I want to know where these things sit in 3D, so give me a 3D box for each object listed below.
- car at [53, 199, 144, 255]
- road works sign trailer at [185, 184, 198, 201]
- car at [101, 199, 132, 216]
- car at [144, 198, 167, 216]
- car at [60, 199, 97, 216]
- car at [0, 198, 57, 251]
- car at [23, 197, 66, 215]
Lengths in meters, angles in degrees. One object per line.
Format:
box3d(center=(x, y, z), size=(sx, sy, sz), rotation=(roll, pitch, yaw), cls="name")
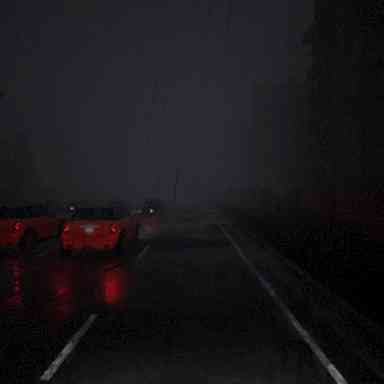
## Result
box3d(center=(-3.401, 1.269, 13.134), size=(2.097, 1.767, 4.553), rotation=(0, 0, 0), cls="car")
box3d(center=(0.006, 0.025, 70.264), size=(2.380, 3.560, 2.880), rotation=(0, 0, 0), cls="road works sign trailer")
box3d(center=(-6.898, 1.371, 30.811), size=(1.994, 1.385, 4.181), rotation=(0, 0, 0), cls="car")
box3d(center=(-3.398, 1.315, 30.292), size=(1.837, 1.490, 4.892), rotation=(0, 0, 0), cls="car")
box3d(center=(-10.399, 1.371, 30.811), size=(1.994, 1.385, 4.181), rotation=(0, 0, 0), cls="car")
box3d(center=(-6.900, 1.265, 13.710), size=(2.097, 1.767, 4.553), rotation=(0, 0, 0), cls="car")
box3d(center=(-13.898, 1.278, 31.761), size=(1.882, 1.535, 5.008), rotation=(0, 0, 0), cls="car")
